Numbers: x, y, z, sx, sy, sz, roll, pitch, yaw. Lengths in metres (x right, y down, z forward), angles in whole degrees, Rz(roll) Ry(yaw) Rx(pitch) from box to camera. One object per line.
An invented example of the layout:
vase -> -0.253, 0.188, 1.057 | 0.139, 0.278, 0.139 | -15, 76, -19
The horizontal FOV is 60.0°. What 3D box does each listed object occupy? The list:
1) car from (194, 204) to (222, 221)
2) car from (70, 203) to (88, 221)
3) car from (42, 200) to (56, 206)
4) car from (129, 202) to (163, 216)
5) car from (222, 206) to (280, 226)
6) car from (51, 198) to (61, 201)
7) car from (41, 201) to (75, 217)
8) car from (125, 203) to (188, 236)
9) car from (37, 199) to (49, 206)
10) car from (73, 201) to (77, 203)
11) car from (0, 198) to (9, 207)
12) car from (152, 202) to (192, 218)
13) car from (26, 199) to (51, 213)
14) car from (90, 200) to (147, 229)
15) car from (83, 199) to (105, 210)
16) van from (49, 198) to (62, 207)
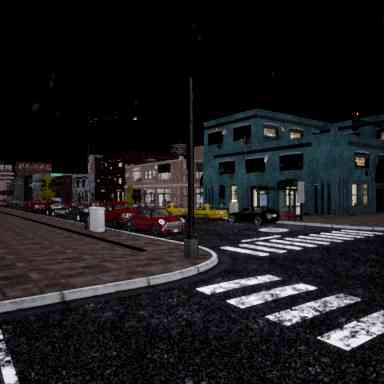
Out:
car -> 1.163, 1.753, 29.890 | 1.752, 1.417, 4.829 | -1, 0, -36
car -> -8.826, 1.918, 29.359 | 2.008, 1.369, 4.403 | -1, 0, -36
car -> -32.356, 2.444, 75.207 | 1.887, 1.381, 4.507 | -1, 0, -36
car -> -5.460, 1.911, 38.844 | 2.008, 1.369, 4.403 | -1, 0, -36
car -> 4.627, 1.724, 25.208 | 1.947, 1.339, 4.313 | -1, 0, -36
car -> -25.313, 2.265, 61.332 | 1.812, 1.442, 4.674 | -1, 0, -35
car -> -15.551, 2.053, 38.449 | 2.008, 1.369, 4.403 | -1, 0, -36
car -> -2.104, 1.673, 20.268 | 1.967, 1.590, 4.097 | -1, 0, -36
car -> -35.819, 2.494, 79.889 | 1.752, 1.417, 4.829 | -1, 0, -36
car -> -22.270, 2.279, 61.571 | 1.802, 1.307, 4.206 | -1, 0, -36
car -> -42.486, 2.357, 74.787 | 2.192, 1.841, 5.009 | -1, 0, -36
car -> -2.200, 1.820, 34.435 | 1.752, 1.417, 4.829 | -1, 0, -36
car -> -22.280, 1.952, 47.539 | 2.192, 1.841, 5.009 | -1, 0, -36
car -> -5.470, 1.616, 24.812 | 2.192, 1.841, 5.009 | -1, 0, -36
car -> -15.549, 2.002, 52.480 | 1.967, 1.590, 4.097 | -1, 0, -36
van -> -28.999, 2.173, 70.661 | 1.690, 1.788, 3.998 | -1, 0, -36
